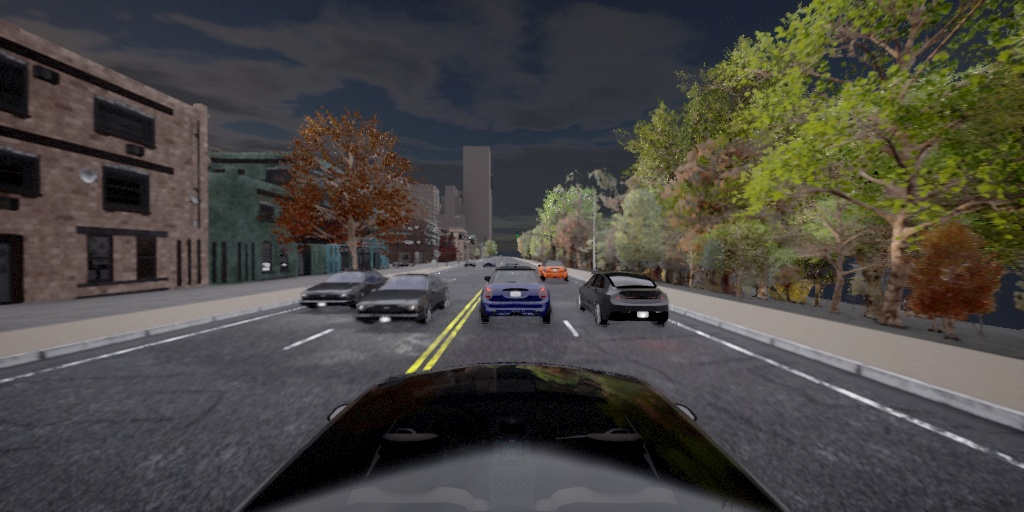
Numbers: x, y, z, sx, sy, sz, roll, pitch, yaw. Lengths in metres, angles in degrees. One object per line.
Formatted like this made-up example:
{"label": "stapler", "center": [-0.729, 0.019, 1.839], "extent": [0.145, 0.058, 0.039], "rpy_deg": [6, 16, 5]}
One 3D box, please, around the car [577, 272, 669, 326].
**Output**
{"label": "car", "center": [3.353, 1.253, 11.603], "extent": [1.837, 1.490, 4.892], "rpy_deg": [0, 0, 0]}

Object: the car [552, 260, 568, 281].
{"label": "car", "center": [3.251, 1.098, 29.535], "extent": [2.097, 1.767, 4.553], "rpy_deg": [0, 0, -1]}

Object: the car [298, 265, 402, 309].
{"label": "car", "center": [-6.599, 1.295, 15.108], "extent": [2.033, 1.411, 5.357], "rpy_deg": [0, 0, 0]}

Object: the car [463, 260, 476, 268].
{"label": "car", "center": [-7.090, 1.359, 60.809], "extent": [1.895, 1.301, 4.718], "rpy_deg": [0, 0, -1]}

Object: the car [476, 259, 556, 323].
{"label": "car", "center": [0.104, 1.101, 12.314], "extent": [2.097, 1.767, 4.553], "rpy_deg": [0, 0, 0]}

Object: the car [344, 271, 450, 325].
{"label": "car", "center": [-3.351, 1.296, 12.128], "extent": [2.033, 1.411, 5.357], "rpy_deg": [0, 0, 0]}
